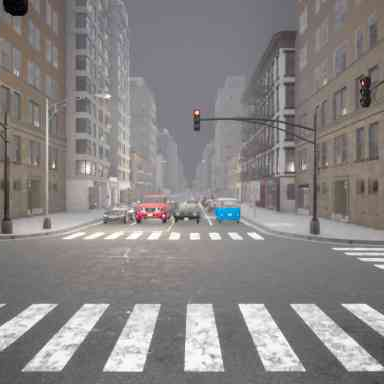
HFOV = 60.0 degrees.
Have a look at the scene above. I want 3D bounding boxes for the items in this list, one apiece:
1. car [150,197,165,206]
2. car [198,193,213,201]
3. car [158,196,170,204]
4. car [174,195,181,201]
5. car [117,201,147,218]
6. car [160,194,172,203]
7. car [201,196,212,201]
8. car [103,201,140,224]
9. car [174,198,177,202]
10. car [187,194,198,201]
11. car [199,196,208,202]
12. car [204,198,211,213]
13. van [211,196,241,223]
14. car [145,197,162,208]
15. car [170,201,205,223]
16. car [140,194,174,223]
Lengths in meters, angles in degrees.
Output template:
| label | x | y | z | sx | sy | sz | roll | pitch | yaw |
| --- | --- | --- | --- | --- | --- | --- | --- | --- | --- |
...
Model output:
| label | x | y | z | sx | sy | sz | roll | pitch | yaw |
| --- | --- | --- | --- | --- | --- | --- | --- | --- | --- |
| car | -5.431 | 1.556 | 53.286 | 1.947 | 1.339 | 4.313 | 0 | 0 | 0 |
| car | 2.594 | 1.305 | 53.298 | 2.192 | 1.841 | 5.009 | 0 | 0 | 0 |
| car | -5.440 | 1.548 | 64.649 | 1.947 | 1.339 | 4.313 | 0 | 0 | 0 |
| car | -2.872 | 1.500 | 45.434 | 1.837 | 1.490 | 4.892 | 0 | 0 | 0 |
| car | -5.413 | 1.543 | 30.558 | 1.887 | 1.381 | 4.507 | 0 | 0 | 0 |
| car | -5.445 | 1.292 | 70.330 | 2.192 | 1.841 | 5.009 | 0 | 0 | 0 |
| car | 2.599 | 1.576 | 47.616 | 1.802 | 1.307 | 4.206 | 0 | 0 | 0 |
| car | -5.409 | 1.549 | 24.876 | 2.008 | 1.369 | 4.403 | 0 | 0 | 0 |
| car | -2.880 | 1.599 | 35.374 | 1.895 | 1.301 | 4.718 | 0 | 0 | 0 |
| car | 0.048 | 1.550 | 59.263 | 1.994 | 1.385 | 4.181 | 0 | 0 | 0 |
| car | 2.576 | 1.524 | 76.023 | 2.008 | 1.369 | 4.403 | 0 | 0 | 0 |
| car | 2.607 | 1.580 | 36.253 | 1.802 | 1.307 | 4.206 | 0 | 0 | 0 |
| van | 2.616 | 1.340 | 24.891 | 1.690 | 1.788 | 3.998 | 0 | 0 | 0 |
| car | -5.427 | 1.519 | 47.434 | 1.752 | 1.417 | 4.829 | 0 | 0 | 0 |
| car | -0.231 | 1.599 | 25.611 | 1.895 | 1.301 | 4.718 | 0 | 0 | 4 |
| car | -2.869 | 1.220 | 25.557 | 2.150 | 2.045 | 5.566 | 0 | 0 | 0 |
